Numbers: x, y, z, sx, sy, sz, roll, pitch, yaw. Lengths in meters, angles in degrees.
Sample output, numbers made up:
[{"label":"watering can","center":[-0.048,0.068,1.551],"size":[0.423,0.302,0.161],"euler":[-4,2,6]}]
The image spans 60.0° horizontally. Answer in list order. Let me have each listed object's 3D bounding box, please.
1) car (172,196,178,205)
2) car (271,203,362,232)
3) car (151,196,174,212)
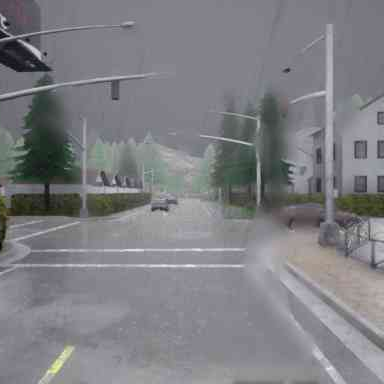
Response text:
[{"label":"car","center":[-3.505,1.478,57.684],"size":[1.882,1.535,5.008],"euler":[0,0,0]},{"label":"car","center":[6.629,1.331,17.862],"size":[4.674,1.442,1.812],"euler":[0,0,2]},{"label":"car","center":[-3.591,1.547,38.459],"size":[2.033,1.411,5.357],"euler":[0,0,0]}]
